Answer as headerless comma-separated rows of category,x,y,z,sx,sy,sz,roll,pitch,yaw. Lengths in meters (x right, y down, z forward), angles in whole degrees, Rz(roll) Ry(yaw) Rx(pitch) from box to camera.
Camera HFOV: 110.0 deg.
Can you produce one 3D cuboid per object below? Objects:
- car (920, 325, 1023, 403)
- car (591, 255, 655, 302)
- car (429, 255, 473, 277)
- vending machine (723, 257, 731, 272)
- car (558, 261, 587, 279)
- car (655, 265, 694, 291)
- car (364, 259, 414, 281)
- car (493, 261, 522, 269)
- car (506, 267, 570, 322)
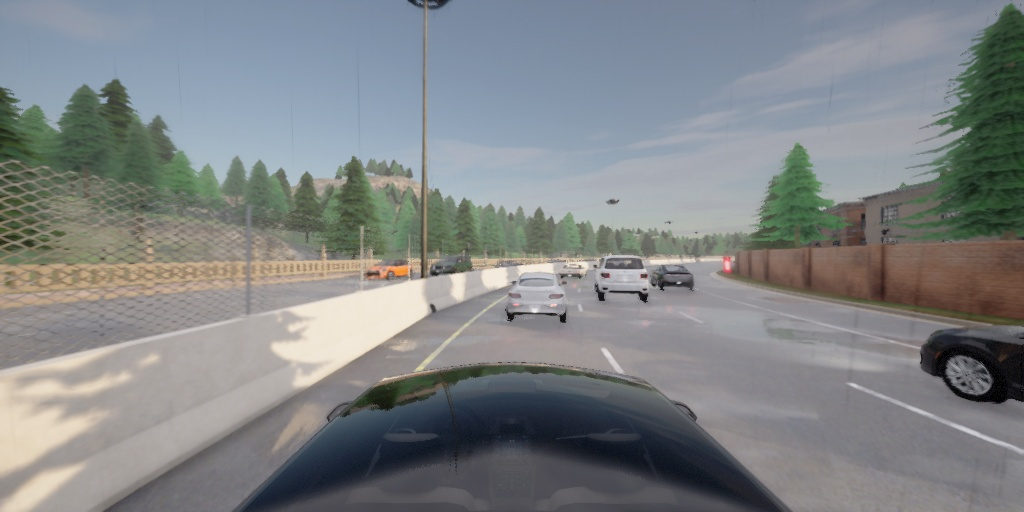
car,7.236,1.288,3.517,1.837,1.490,4.892,0,0,1
car,5.243,0.997,17.662,2.150,2.045,5.566,0,0,11
car,-5.467,0.950,32.980,2.150,2.045,5.566,0,0,17
vending machine,26.066,1.070,43.441,1.100,2.100,0.880,0,0,32
car,5.671,1.380,32.686,1.895,1.301,4.718,0,0,19
car,9.860,1.289,22.296,2.128,1.511,4.902,0,0,13
car,-10.072,1.058,29.611,2.097,1.767,4.553,0,0,15
car,-0.420,1.243,36.813,2.128,1.511,4.902,0,0,21
car,0.911,1.281,12.318,1.812,1.442,4.674,0,0,7
